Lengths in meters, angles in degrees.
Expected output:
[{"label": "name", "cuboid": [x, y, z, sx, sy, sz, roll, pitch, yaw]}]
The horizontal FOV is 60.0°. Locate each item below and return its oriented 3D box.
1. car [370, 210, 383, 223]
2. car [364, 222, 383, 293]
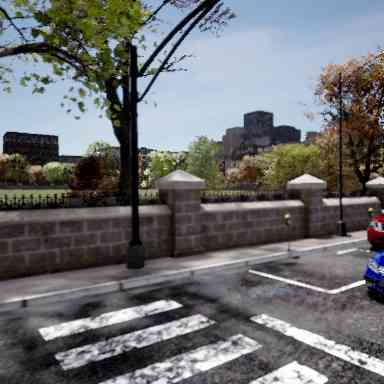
[{"label": "car", "cuboid": [8.826, 1.200, 12.856, 5.009, 1.841, 2.192, -1, 0, -35]}, {"label": "car", "cuboid": [5.774, 1.455, 7.494, 4.674, 1.442, 1.812, -1, 0, -36]}]
